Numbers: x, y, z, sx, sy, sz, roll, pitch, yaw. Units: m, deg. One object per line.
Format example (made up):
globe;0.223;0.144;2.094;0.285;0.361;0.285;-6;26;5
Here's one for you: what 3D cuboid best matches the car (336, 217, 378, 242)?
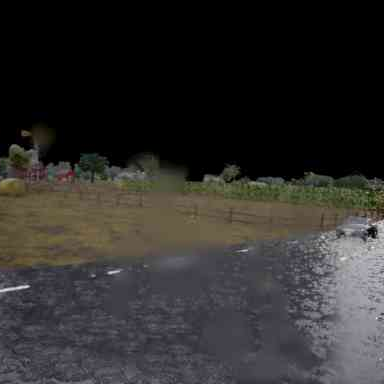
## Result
car;11.663;2.516;23.358;2.128;1.511;4.902;3;-1;40
